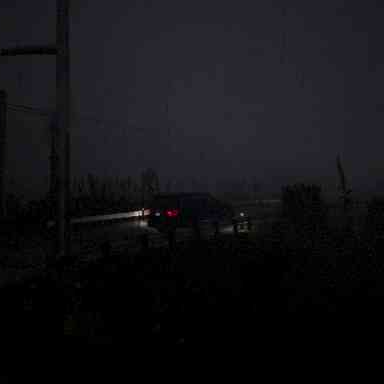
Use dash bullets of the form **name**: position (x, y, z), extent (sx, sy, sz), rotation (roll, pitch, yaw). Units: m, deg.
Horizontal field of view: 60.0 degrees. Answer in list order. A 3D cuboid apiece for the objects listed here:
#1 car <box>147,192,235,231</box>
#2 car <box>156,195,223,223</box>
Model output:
- **car**: position (0.091, 1.021, 18.105), extent (2.150, 2.045, 5.566), rotation (0, 3, 41)
- **car**: position (-0.048, 1.088, 23.389), extent (1.837, 1.490, 4.892), rotation (0, 3, 41)
